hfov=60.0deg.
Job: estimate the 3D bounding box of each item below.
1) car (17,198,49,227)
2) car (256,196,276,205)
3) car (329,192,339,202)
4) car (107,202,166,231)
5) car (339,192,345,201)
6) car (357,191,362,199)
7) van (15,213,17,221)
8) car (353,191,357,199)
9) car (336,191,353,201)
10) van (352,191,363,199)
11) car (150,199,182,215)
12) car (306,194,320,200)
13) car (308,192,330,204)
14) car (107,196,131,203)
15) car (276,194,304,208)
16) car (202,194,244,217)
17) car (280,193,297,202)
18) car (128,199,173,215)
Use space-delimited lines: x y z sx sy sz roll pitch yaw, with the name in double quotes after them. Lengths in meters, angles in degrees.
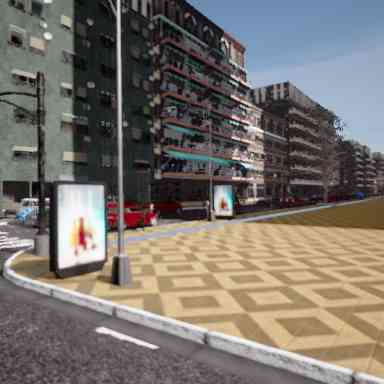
-8.651 1.301 22.118 2.097 1.767 4.553 -1 0 36 "car"
11.447 1.239 49.734 2.033 1.411 5.357 -1 0 36 "car"
22.220 1.068 54.866 1.887 1.381 4.507 -1 0 36 "car"
-3.713 1.432 19.049 1.802 1.307 4.206 -1 0 36 "car"
25.462 1.066 59.343 1.802 1.307 4.206 -1 0 36 "car"
35.187 0.952 72.775 1.802 1.307 4.206 -1 0 36 "car"
-10.502 1.330 23.965 1.690 1.788 3.998 -1 0 36 "van"
31.945 0.958 68.297 2.008 1.369 4.403 -1 0 36 "car"
28.700 0.760 63.820 2.192 1.841 5.009 -1 0 36 "car"
38.426 0.674 77.252 1.690 1.788 3.998 -1 0 36 "van"
-2.739 1.398 30.280 1.812 1.442 4.674 -1 0 36 "car"
28.401 1.074 77.690 1.947 1.339 4.313 -1 0 36 "car"
18.978 1.113 50.389 2.008 1.369 4.403 -1 0 36 "car"
-7.261 1.262 28.442 2.192 1.841 5.009 -1 0 36 "car"
12.493 1.081 41.435 1.967 1.590 4.097 -1 0 36 "car"
2.769 1.205 28.004 1.967 1.590 4.097 -1 0 36 "car"
18.674 1.063 64.259 1.967 1.590 4.097 -1 0 36 "car"
-4.016 1.449 32.920 1.887 1.381 4.507 -1 0 36 "car"
